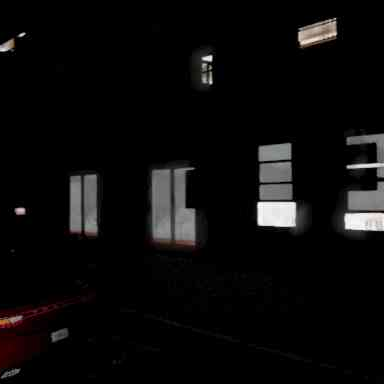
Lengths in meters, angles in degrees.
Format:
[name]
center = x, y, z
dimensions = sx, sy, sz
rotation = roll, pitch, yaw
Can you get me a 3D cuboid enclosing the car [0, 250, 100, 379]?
[car]
center = -3.407, 1.611, 5.305
dimensions = 4.507, 1.381, 1.887
rotation = -1, -1, 36
